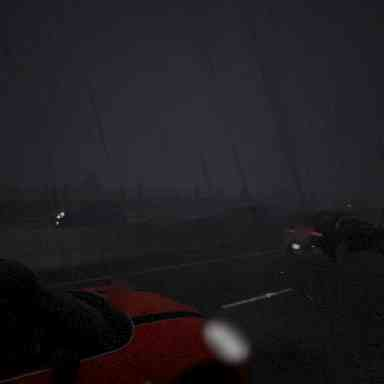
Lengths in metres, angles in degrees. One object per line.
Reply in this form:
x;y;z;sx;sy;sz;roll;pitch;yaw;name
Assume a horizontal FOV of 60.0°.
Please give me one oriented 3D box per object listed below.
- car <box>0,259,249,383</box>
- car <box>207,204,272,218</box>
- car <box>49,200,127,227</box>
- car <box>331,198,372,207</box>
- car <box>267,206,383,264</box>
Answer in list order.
-1.684;1.352;2.538;4.553;1.767;2.097;0;0;-36;car
2.917;1.482;18.971;4.892;1.490;1.837;0;0;-35;car
-6.485;1.340;20.863;4.553;1.767;2.097;0;0;-35;car
15.409;1.384;32.167;4.553;1.767;2.097;2;-1;-35;car
5.213;1.473;11.766;4.902;1.511;2.128;0;0;-36;car
